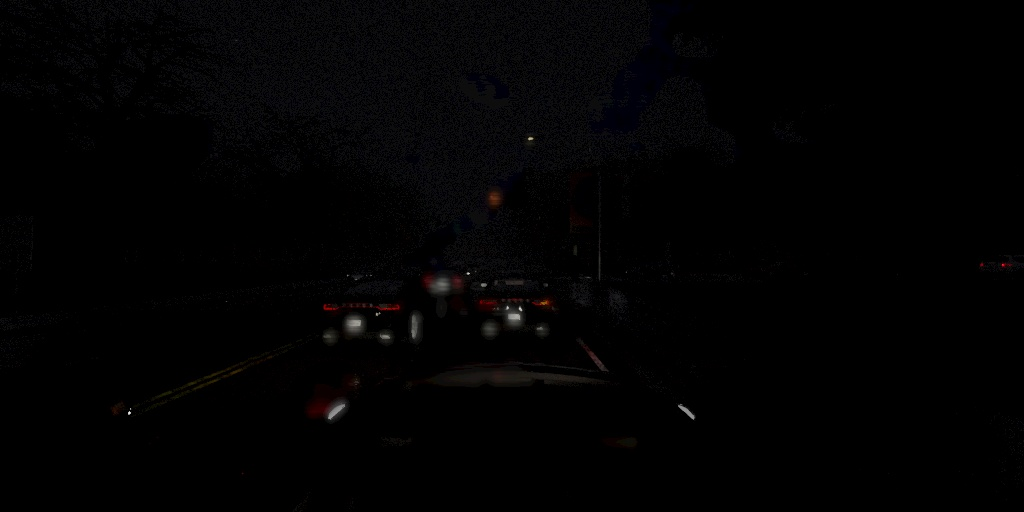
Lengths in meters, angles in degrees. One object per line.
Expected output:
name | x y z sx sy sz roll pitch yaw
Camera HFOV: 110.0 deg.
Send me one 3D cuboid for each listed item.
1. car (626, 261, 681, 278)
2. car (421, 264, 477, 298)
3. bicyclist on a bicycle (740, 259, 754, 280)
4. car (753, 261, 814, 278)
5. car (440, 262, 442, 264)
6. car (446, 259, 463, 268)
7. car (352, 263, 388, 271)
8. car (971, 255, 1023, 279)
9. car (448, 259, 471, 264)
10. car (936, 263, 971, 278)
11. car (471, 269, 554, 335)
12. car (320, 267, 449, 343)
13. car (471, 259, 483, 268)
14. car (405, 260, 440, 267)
car | 13.133 1.232 33.446 4.902 1.511 2.128 0 0 0
car | -3.200 1.319 18.682 1.994 1.385 4.181 0 0 0
bicyclist on a bicycle | 18.086 1.039 27.588 0.582 1.620 1.656 0 0 0
car | 25.241 1.204 33.449 5.008 1.535 1.882 0 0 0
car | -9.923 1.302 45.791 1.812 1.442 4.674 0 0 -1
car | -9.914 1.285 62.130 2.128 1.511 4.902 0 0 0
car | -9.888 1.250 25.191 2.128 1.511 4.902 0 0 0
car | 43.540 0.938 30.554 5.566 2.045 2.150 0 0 0
car | -6.673 1.302 45.562 1.812 1.442 4.674 0 0 0
car | 42.216 1.316 33.413 4.718 1.301 1.895 0 0 0
car | 0.080 1.229 10.492 1.882 1.535 5.008 0 0 0
car | -3.169 1.229 9.744 1.882 1.535 5.008 0 0 0
car | -6.673 1.356 61.788 1.994 1.385 4.181 0 0 0
car | -6.637 1.264 25.053 1.837 1.490 4.892 0 0 0
